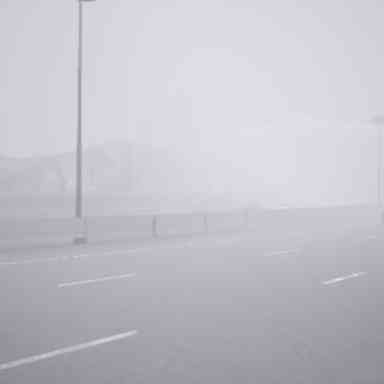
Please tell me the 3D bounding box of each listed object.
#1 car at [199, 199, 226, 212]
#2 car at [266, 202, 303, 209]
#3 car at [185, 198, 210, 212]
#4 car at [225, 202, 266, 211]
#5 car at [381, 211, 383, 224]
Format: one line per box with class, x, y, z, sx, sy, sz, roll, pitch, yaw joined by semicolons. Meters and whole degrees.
car;3.397;1.820;38.257;4.718;1.301;1.895;1;0;-44
car;10.103;1.777;35.044;4.674;1.442;1.812;1;0;-45
car;1.259;1.569;41.089;4.553;1.767;2.097;1;0;-44
car;6.113;1.829;36.015;4.718;1.301;1.895;1;0;-44
car;16.603;1.746;26.355;4.902;1.511;2.128;1;0;-45
